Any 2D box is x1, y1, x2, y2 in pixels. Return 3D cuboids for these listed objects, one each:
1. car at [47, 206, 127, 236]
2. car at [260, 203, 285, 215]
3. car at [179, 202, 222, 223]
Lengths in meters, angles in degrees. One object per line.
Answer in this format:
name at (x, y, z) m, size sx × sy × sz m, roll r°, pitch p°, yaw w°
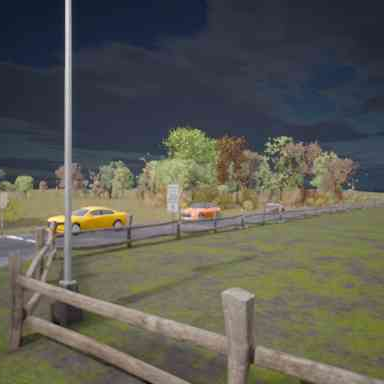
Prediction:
car at (-6.170, 1.651, 20.012) m, size 1.882 × 1.535 × 5.008 m, roll 1°, pitch 0°, yaw 36°
car at (10.443, 2.106, 43.070) m, size 1.812 × 1.442 × 4.674 m, roll 1°, pitch 0°, yaw 36°
car at (0.754, 1.694, 29.642) m, size 2.097 × 1.767 × 4.553 m, roll 1°, pitch 0°, yaw 36°
